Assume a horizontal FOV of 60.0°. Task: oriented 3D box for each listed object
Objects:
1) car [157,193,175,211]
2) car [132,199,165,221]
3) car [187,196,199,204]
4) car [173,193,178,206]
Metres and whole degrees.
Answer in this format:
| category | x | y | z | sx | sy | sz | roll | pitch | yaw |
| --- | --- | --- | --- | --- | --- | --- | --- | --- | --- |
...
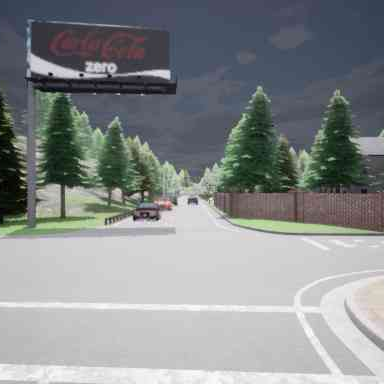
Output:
| category | x | y | z | sx | sy | sz | roll | pitch | yaw |
| --- | --- | --- | --- | --- | --- | --- | --- | --- | --- |
| car | -3.570 | 1.352 | 40.261 | 2.097 | 1.767 | 4.553 | 0 | 0 | 0 |
| car | -3.553 | 1.563 | 26.832 | 1.994 | 1.385 | 4.181 | 0 | 0 | -1 |
| car | 0.142 | 1.504 | 61.965 | 1.837 | 1.490 | 4.892 | 0 | 0 | 0 |
| car | -3.529 | 1.221 | 54.920 | 2.150 | 2.045 | 5.566 | 0 | 0 | 0 |
